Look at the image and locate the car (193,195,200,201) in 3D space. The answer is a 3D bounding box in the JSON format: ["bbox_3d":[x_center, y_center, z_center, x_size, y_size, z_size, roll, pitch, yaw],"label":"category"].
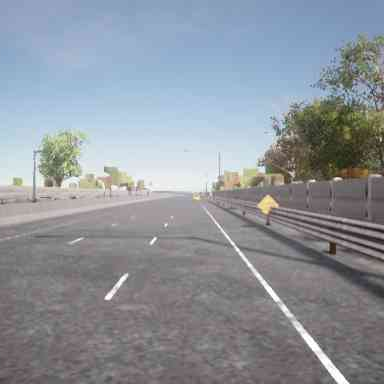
[{"bbox_3d":[1.225,1.656,89.906,1.882,1.535,5.008,0,0,0],"label":"car"}]

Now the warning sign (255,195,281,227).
[{"bbox_3d":[4.549,1.097,19.907,1.300,1.860,1.060,0,0,0],"label":"warning sign"}]
